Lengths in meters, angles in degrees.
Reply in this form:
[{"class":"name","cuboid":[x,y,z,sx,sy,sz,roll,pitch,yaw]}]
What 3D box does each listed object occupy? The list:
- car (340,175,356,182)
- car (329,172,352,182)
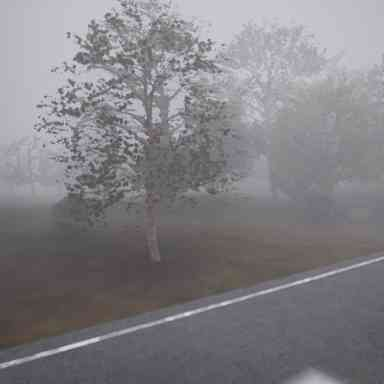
[{"class":"car","cuboid":[37.154,-3.276,79.495,4.181,1.385,1.994,-6,4,-26]},{"class":"car","cuboid":[36.964,-3.787,82.956,5.566,2.045,2.150,-6,4,-26]}]
